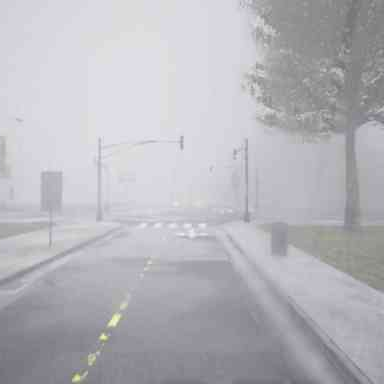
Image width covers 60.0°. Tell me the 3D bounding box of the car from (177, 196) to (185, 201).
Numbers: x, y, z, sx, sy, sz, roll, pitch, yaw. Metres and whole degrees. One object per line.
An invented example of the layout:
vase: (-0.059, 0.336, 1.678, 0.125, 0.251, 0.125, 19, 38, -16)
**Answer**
car: (-3.109, 1.805, 95.343, 2.097, 1.767, 4.553, 0, 0, 0)
